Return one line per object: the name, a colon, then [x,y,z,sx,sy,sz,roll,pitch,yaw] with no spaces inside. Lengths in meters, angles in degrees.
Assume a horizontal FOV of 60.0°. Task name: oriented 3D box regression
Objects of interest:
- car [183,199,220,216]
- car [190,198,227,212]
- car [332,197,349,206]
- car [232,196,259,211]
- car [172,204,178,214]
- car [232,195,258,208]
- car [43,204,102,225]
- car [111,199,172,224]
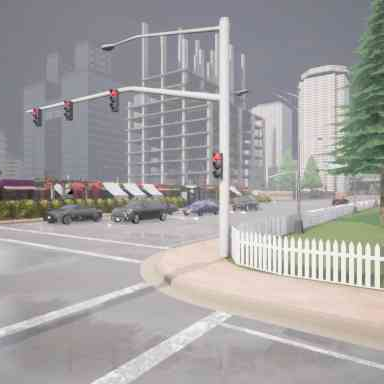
car: [0.994,1.526,32.459,1.812,1.442,4.674,0,0,34]
car: [2.150,1.547,40.438,2.033,1.411,5.357,0,0,34]
car: [24.017,1.478,53.697,1.882,1.535,5.008,0,0,34]
car: [6.623,1.505,40.790,1.837,1.490,4.892,0,0,34]
car: [-3.488,1.547,32.098,2.033,1.411,5.357,0,0,34]
car: [7.846,1.352,48.796,2.097,1.767,4.553,0,0,34]
car: [-8.663,1.564,24.438,1.994,1.385,4.181,0,0,34]
car: [-3.951,1.352,25.160,2.097,1.767,4.553,0,0,34]
